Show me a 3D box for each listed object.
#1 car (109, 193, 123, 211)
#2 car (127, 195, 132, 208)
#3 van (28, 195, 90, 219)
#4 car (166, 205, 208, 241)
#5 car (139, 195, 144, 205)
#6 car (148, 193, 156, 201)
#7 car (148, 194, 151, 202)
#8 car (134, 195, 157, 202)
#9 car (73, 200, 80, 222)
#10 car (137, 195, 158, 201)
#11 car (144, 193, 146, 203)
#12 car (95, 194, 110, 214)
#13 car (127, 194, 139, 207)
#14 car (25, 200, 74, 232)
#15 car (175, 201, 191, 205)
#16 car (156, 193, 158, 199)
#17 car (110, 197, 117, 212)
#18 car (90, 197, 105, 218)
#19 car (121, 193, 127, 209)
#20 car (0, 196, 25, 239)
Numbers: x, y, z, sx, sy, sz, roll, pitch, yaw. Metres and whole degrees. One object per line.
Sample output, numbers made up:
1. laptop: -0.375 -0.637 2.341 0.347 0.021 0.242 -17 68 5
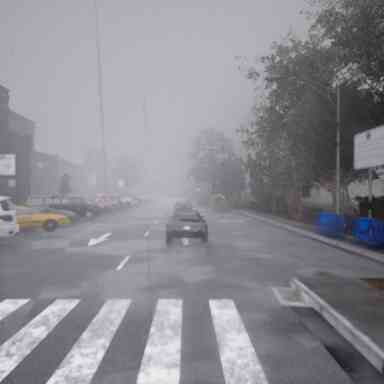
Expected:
1. car: -10.410 1.336 36.615 4.553 1.767 2.185 0 0 -22
2. car: -10.607 1.501 42.627 4.792 1.488 2.163 0 0 -22
3. van: -10.155 1.224 24.552 4.442 1.987 1.878 0 0 -22
4. car: -0.280 1.574 16.798 1.994 1.385 4.181 0 0 -2
5. car: -10.743 1.488 51.687 5.366 1.575 1.946 0 0 -22
6. car: -11.813 1.600 78.611 4.892 1.521 2.231 0 -1 -22
7. car: -11.367 1.574 66.627 4.792 1.488 2.163 0 0 -22
8. car: -11.852 1.623 84.680 5.366 1.575 1.946 0 -1 -22
9. car: -9.949 1.487 21.599 4.674 1.452 2.002 0 0 -22
10. car: -12.538 1.659 93.546 5.366 1.575 1.946 0 0 -22
11. car: -10.998 1.250 54.638 5.566 2.045 2.435 -1 0 -22
12. car: -10.280 1.329 30.599 4.553 1.767 2.185 0 0 -22
13. car: -10.702 1.226 45.626 5.566 2.045 2.435 0 0 -22
14. car: -9.666 1.439 18.666 5.366 1.575 1.946 0 0 -22
15. car: -0.979 1.631 37.151 1.895 1.301 4.718 0 0 -2
16. car: -11.741 1.609 81.681 5.366 1.575 1.946 0 -1 -22
17. car: -10.346 1.498 33.607 4.674 1.452 2.002 0 0 -22
18. car: -10.140 1.452 27.599 5.008 1.535 2.097 0 0 -22
19. car: -10.505 1.340 39.615 4.553 1.767 2.185 0 0 -22
20. car: -9.645 1.188 12.570 5.566 2.045 2.435 0 0 -22
